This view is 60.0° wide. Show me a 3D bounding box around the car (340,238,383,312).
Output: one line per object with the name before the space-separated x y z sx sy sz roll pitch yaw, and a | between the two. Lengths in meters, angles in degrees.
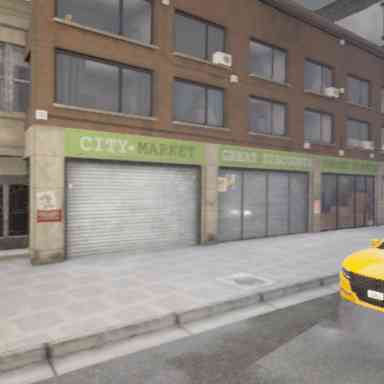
car | 5.096 1.436 6.932 5.008 1.535 1.882 0 1 -35
